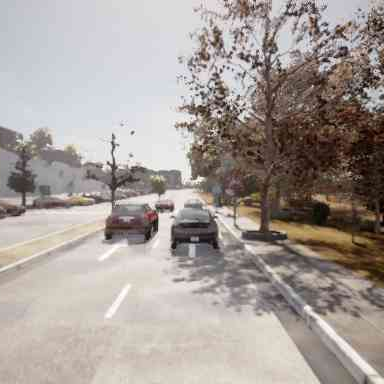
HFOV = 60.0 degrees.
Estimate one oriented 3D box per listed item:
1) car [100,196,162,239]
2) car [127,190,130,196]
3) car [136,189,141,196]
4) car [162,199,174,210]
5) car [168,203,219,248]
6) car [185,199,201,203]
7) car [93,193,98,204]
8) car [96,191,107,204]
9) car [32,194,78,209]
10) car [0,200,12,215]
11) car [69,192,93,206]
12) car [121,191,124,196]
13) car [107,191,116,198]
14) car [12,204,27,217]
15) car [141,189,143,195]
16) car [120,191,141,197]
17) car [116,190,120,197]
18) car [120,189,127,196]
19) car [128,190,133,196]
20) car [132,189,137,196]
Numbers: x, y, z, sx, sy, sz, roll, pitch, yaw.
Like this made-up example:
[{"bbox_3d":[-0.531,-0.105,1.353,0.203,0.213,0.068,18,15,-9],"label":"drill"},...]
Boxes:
[{"bbox_3d":[-2.900,1.273,16.945,2.097,1.767,4.553,0,0,0],"label":"car"},{"bbox_3d":[-16.821,0.904,73.570,4.674,1.452,2.002,-1,1,-20],"label":"car"},{"bbox_3d":[-16.790,0.354,85.582,5.566,2.045,2.435,-1,1,-20],"label":"car"},{"bbox_3d":[-2.903,1.410,36.508,1.895,1.301,4.718,0,0,0],"label":"car"},{"bbox_3d":[0.100,1.440,14.461,1.837,1.490,4.892,0,0,0],"label":"car"},{"bbox_3d":[0.101,1.377,32.894,2.033,1.411,5.357,0,0,0],"label":"car"},{"bbox_3d":[-16.839,1.256,49.547,4.674,1.452,2.002,-1,0,-20],"label":"car"},{"bbox_3d":[-16.810,0.941,52.564,5.566,2.045,2.435,-1,0,-20],"label":"car"},{"bbox_3d":[-16.815,1.307,40.550,4.792,1.488,2.163,-1,0,-20],"label":"car"},{"bbox_3d":[-16.846,1.405,25.526,4.674,1.452,2.002,-1,1,-20],"label":"car"},{"bbox_3d":[-17.009,1.240,46.474,5.366,1.575,1.946,-1,1,-20],"label":"car"},{"bbox_3d":[-16.825,1.023,67.572,4.674,1.452,2.002,-1,1,-20],"label":"car"},{"bbox_3d":[-16.657,1.115,58.620,5.366,1.575,1.946,-1,0,-20],"label":"car"},{"bbox_3d":[-16.823,1.377,28.545,4.792,1.488,2.163,-1,0,-20],"label":"car"},{"bbox_3d":[-16.634,0.536,88.638,5.366,1.575,1.946,-1,1,-20],"label":"car"},{"bbox_3d":[-16.980,0.485,91.504,5.366,1.575,1.946,-1,1,-20],"label":"car"},{"bbox_3d":[-16.856,0.828,61.544,5.566,2.045,2.435,-1,1,-20],"label":"car"},{"bbox_3d":[-16.853,0.798,70.557,4.553,1.767,2.185,-1,1,-20],"label":"car"},{"bbox_3d":[-16.810,0.800,76.569,5.008,1.535,2.097,-1,2,-20],"label":"car"},{"bbox_3d":[-16.786,0.698,82.585,4.792,1.488,2.163,-1,1,-20],"label":"car"}]
